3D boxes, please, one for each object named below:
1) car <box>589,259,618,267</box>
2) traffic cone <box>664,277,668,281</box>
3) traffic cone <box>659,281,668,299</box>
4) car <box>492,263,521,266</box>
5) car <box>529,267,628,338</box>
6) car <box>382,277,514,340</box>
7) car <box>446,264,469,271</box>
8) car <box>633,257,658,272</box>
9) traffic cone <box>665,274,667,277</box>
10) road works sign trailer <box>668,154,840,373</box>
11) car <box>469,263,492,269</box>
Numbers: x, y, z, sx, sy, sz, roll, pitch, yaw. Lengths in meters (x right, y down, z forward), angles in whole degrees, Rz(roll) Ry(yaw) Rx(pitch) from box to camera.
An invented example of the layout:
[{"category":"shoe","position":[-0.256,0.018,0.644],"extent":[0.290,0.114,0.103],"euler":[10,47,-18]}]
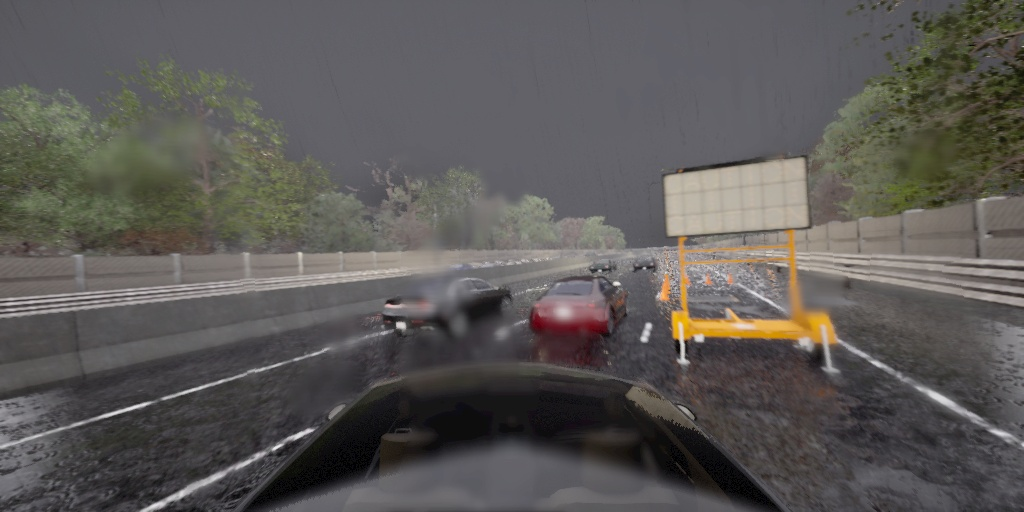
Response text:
[{"category":"car","position":[8.433,0.937,32.787],"extent":[1.895,1.301,4.718],"euler":[-3,0,24]},{"category":"traffic cone","position":[6.777,1.347,15.863],"extent":[0.340,0.580,0.340],"euler":[0,0,24]},{"category":"traffic cone","position":[5.956,1.390,14.040],"extent":[0.340,0.580,0.340],"euler":[0,0,24]},{"category":"car","position":[-0.008,1.435,40.011],"extent":[1.895,1.301,4.718],"euler":[-3,0,25]},{"category":"car","position":[1.992,1.215,9.977],"extent":[1.994,1.385,4.181],"euler":[-3,0,24]},{"category":"car","position":[-1.588,1.348,10.553],"extent":[2.128,1.511,4.902],"euler":[-3,0,24]},{"category":"car","position":[-6.254,1.722,43.133],"extent":[1.812,1.442,4.674],"euler":[-3,0,25]},{"category":"car","position":[12.204,0.723,32.648],"extent":[1.895,1.301,4.718],"euler":[-3,0,24]},{"category":"traffic cone","position":[7.597,1.305,17.686],"extent":[0.340,0.580,0.340],"euler":[0,0,24]},{"category":"road works sign trailer","position":[4.436,-0.028,7.047],"extent":[2.380,3.560,2.880],"euler":[0,0,24]},{"category":"car","position":[-2.511,1.531,42.924],"extent":[2.033,1.411,5.357],"euler":[-3,0,25]}]
